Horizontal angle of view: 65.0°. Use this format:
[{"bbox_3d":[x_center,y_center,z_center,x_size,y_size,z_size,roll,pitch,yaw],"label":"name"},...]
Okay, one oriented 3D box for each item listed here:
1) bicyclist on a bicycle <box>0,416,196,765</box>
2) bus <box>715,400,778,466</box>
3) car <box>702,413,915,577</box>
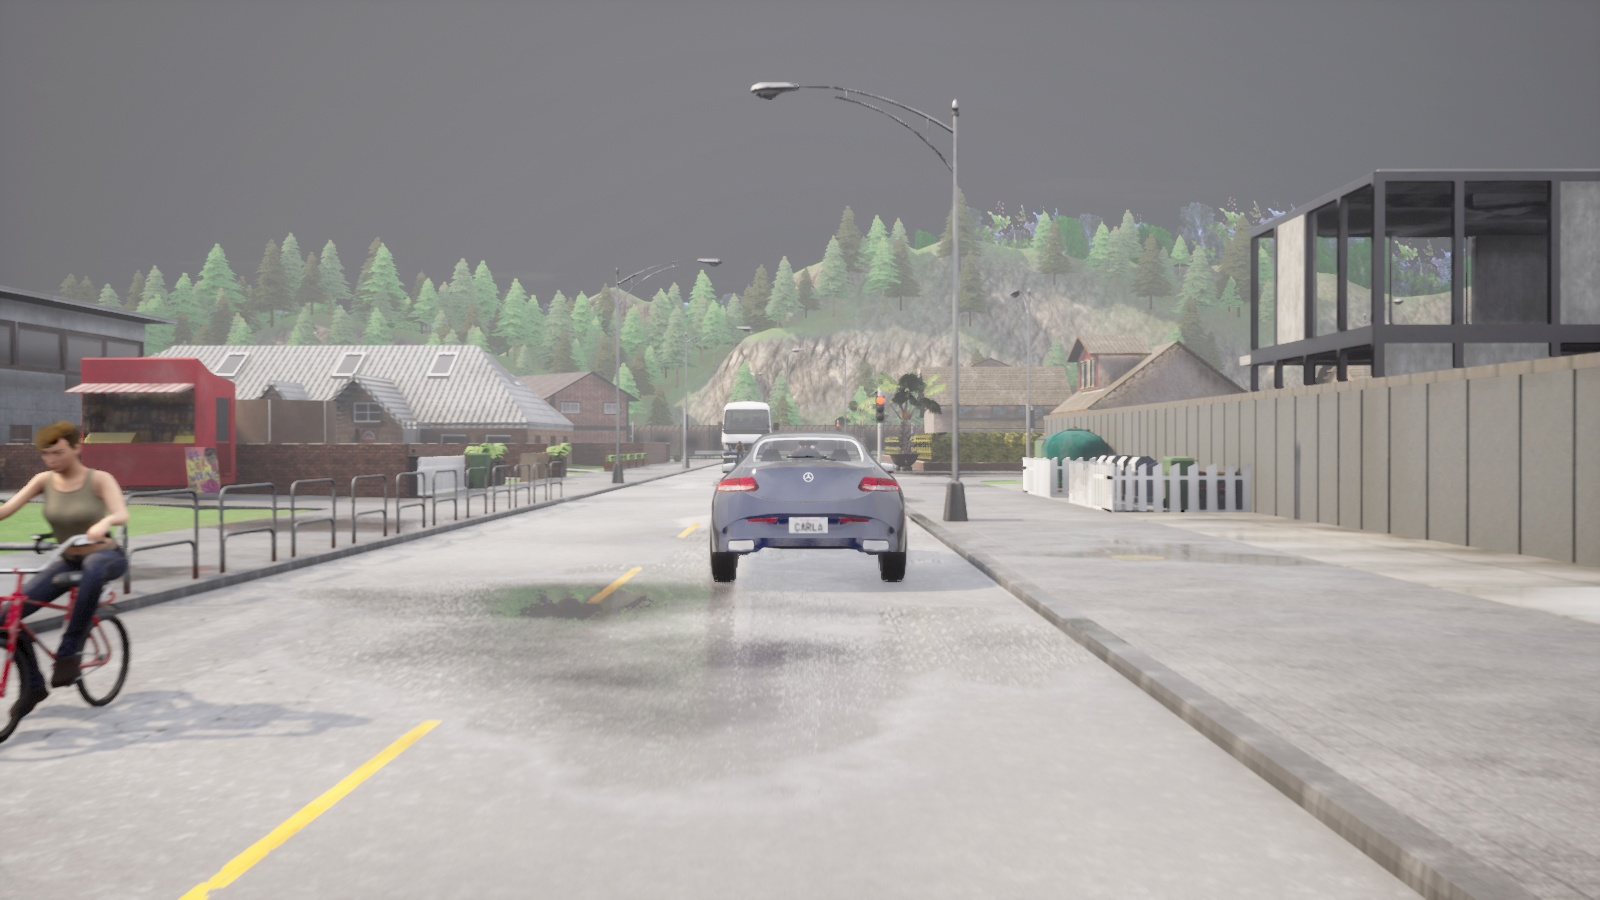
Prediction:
[{"bbox_3d":[-3.948,0.643,6.544,0.866,1.612,1.509,0,0,0],"label":"bicyclist on a bicycle"},{"bbox_3d":[-3.519,-1.114,85.656,3.944,4.253,10.273,0,0,-1],"label":"bus"},{"bbox_3d":[0.097,0.440,15.155,2.152,1.651,5.027,0,0,0],"label":"car"}]
